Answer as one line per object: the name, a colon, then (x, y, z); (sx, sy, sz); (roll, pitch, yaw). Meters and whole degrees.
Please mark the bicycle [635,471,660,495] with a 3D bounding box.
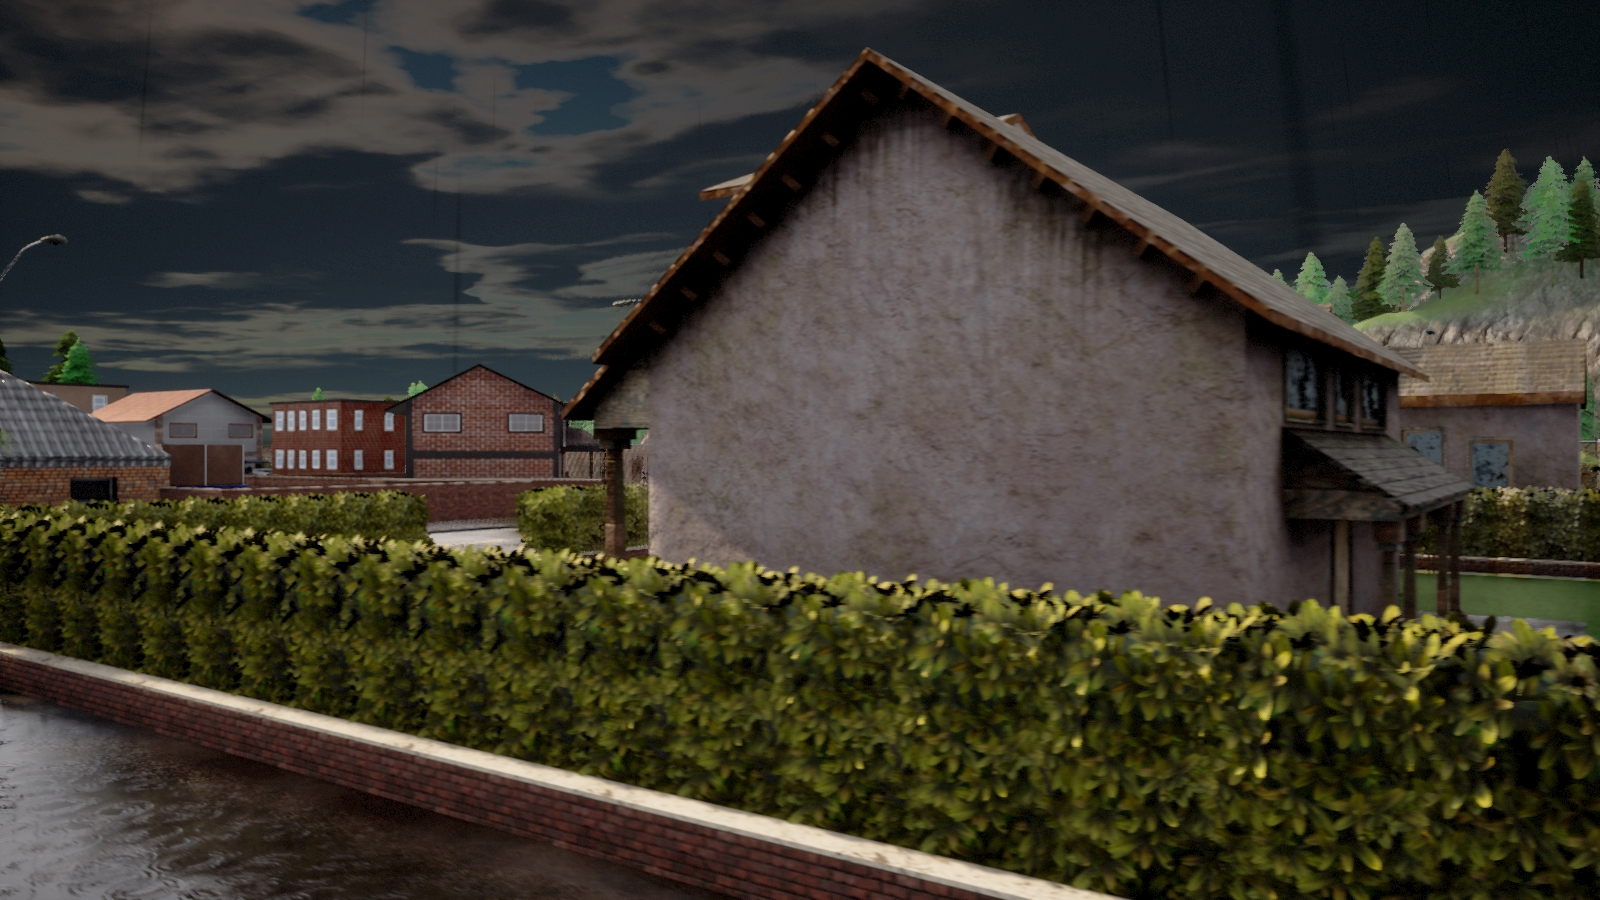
bicycle: (-9.580, 2.062, 71.599); (1.835, 1.471, 0.329); (0, 0, 35)
